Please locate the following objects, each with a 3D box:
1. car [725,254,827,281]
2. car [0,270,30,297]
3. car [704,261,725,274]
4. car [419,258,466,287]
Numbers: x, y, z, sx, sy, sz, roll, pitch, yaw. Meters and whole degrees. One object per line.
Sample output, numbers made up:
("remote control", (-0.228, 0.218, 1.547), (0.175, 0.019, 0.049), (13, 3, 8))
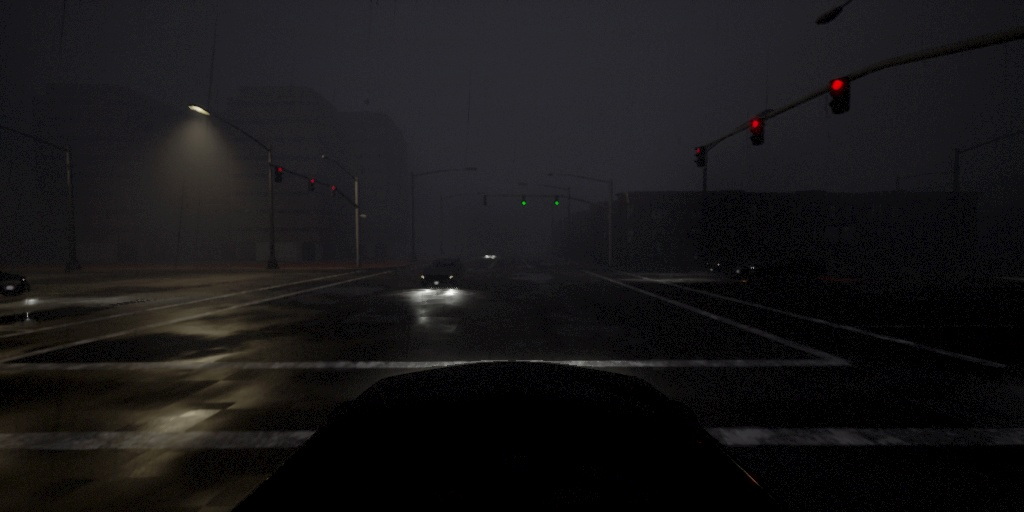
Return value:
("car", (16.050, 0.637, 21.596), (4.902, 1.511, 2.128), (-1, 2, -1))
("car", (-22.364, 1.008, 14.200), (4.902, 1.511, 2.128), (0, 2, -1))
("car", (16.204, 0.634, 25.107), (4.718, 1.301, 1.895), (0, 2, 0))
("car", (-3.663, 0.832, 19.935), (2.033, 1.411, 5.357), (0, 2, -1))
